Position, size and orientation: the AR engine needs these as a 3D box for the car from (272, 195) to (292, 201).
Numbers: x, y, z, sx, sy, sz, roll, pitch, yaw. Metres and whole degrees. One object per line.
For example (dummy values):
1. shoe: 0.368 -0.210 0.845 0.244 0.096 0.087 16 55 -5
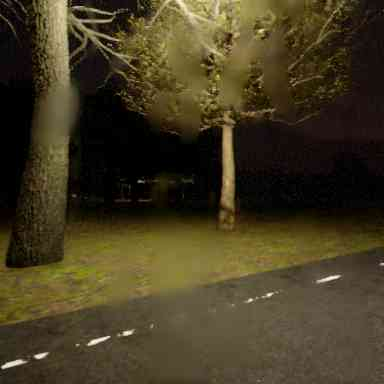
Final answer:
1. car: 21.118 1.466 78.279 1.882 1.535 5.008 2 -2 -36
